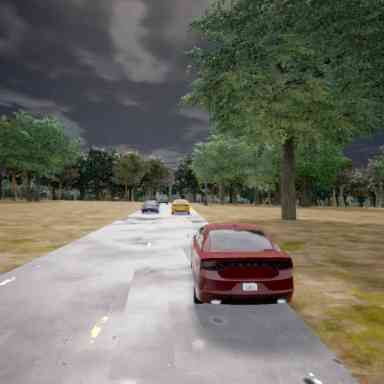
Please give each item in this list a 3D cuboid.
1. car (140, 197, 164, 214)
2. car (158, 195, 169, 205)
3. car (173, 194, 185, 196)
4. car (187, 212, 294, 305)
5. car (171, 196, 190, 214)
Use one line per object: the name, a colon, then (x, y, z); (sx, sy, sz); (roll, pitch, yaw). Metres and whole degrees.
car: (-4.469, 1.619, 36.370); (2.033, 1.411, 5.357); (0, 0, -3)
car: (-5.648, 1.493, 63.370); (2.150, 2.045, 5.566); (0, -1, -3)
car: (-1.774, 1.357, 46.394); (2.150, 2.045, 5.566); (0, 0, -3)
car: (0.933, 1.477, 8.186); (1.882, 1.535, 5.008); (0, 0, -1)
car: (-1.248, 1.548, 35.886); (1.882, 1.535, 5.008); (0, 0, -3)
